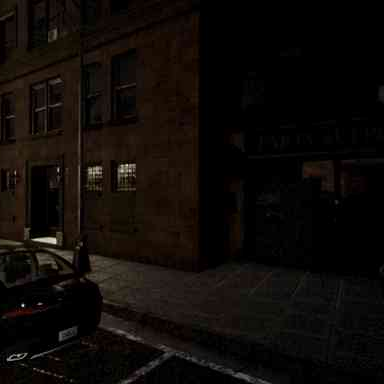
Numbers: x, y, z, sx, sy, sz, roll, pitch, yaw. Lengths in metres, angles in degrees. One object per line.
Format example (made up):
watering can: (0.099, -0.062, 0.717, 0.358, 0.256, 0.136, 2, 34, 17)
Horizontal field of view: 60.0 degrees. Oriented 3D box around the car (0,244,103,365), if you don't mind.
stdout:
car: (-3.334, 1.551, 5.470, 4.403, 1.369, 2.008, 0, 0, 36)
